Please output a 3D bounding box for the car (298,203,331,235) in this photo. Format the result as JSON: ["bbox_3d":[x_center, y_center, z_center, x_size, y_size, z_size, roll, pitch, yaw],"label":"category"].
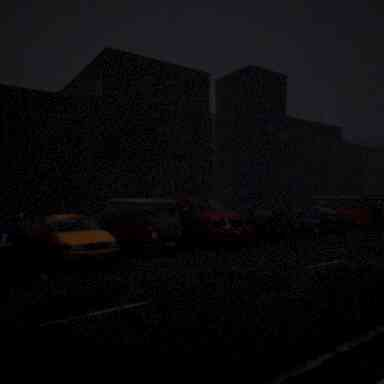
[{"bbox_3d":[4.720,1.504,18.321,2.163,1.488,4.792,0,0,-35],"label":"car"}]

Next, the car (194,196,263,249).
[{"bbox_3d":[0.192,1.214,15.097,2.435,2.045,5.566,0,0,-35],"label":"car"}]

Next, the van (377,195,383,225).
[{"bbox_3d":[11.560,1.271,23.089,1.878,1.987,4.442,0,0,-35],"label":"van"}]

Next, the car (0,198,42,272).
[{"bbox_3d":[-6.595,1.209,10.260,2.435,2.045,5.566,0,0,-35],"label":"car"}]

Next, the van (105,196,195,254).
[{"bbox_3d":[-2.018,1.237,13.413,1.878,1.987,4.442,0,0,-35],"label":"van"}]

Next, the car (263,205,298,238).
[{"bbox_3d":[2.444,1.471,16.728,2.231,1.521,4.892,0,0,-35],"label":"car"}]

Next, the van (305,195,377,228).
[{"bbox_3d":[9.162,1.263,21.667,1.878,1.987,4.442,0,0,-35],"label":"van"}]

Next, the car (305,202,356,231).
[{"bbox_3d":[6.866,1.521,19.884,2.002,1.452,4.674,0,0,-35],"label":"car"}]

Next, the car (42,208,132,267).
[{"bbox_3d":[-4.242,1.458,11.744,1.946,1.575,5.366,0,0,-35],"label":"car"}]
